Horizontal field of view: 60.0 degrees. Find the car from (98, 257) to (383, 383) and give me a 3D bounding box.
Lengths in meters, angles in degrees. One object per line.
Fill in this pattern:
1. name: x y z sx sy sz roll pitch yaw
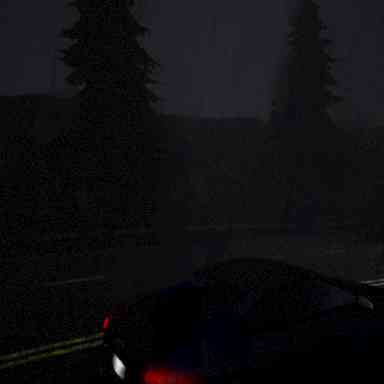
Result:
1. car: 1.053 1.542 4.046 4.181 1.385 1.994 0 0 -31
